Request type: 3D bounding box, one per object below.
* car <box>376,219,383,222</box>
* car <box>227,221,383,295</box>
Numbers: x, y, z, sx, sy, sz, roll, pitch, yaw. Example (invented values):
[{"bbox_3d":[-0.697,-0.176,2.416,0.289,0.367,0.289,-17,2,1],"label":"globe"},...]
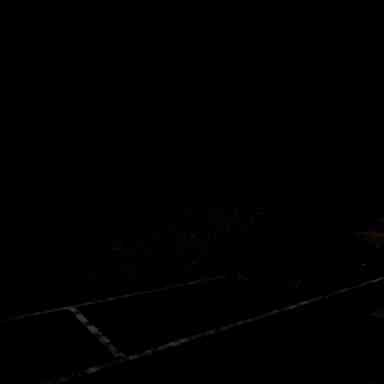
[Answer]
[{"bbox_3d":[7.065,1.507,11.681,4.829,1.417,1.752,0,0,-35],"label":"car"},{"bbox_3d":[2.895,1.555,8.709,4.313,1.339,1.947,0,0,-35],"label":"car"}]
